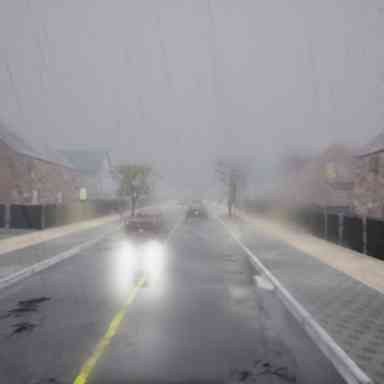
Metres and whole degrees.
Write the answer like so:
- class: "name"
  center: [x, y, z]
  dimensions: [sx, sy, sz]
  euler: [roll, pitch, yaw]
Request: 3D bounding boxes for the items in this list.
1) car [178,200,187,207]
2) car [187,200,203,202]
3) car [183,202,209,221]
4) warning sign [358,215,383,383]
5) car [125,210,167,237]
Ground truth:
- class: "car"
  center: [-1.715, 2.358, 67.731]
  dimensions: [1.994, 1.385, 4.181]
  euler: [0, -1, 1]
- class: "car"
  center: [0.731, 1.828, 44.744]
  dimensions: [2.097, 1.767, 4.553]
  euler: [0, -1, 1]
- class: "car"
  center: [0.516, 1.867, 30.652]
  dimensions: [1.994, 1.385, 4.181]
  euler: [0, -1, 1]
- class: "warning sign"
  center: [2.521, 1.161, 3.147]
  dimensions: [1.300, 1.860, 1.060]
  euler: [-1, -2, 1]
- class: "car"
  center: [-2.563, 1.763, 19.429]
  dimensions: [1.895, 1.301, 4.718]
  euler: [0, -1, 1]
